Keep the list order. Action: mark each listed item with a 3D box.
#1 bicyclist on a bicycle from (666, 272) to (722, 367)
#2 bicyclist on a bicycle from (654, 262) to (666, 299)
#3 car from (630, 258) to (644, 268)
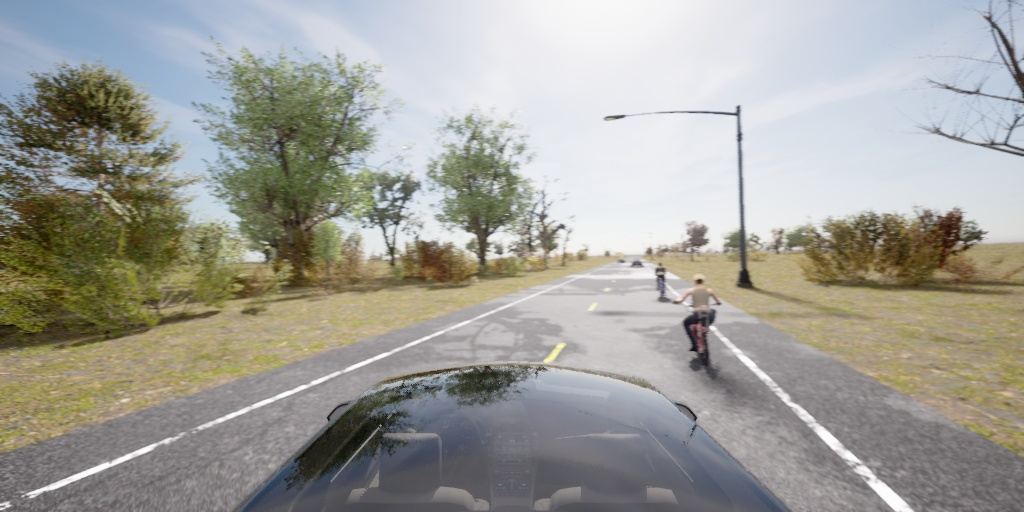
[{"bbox_3d":[3.503,1.124,6.720,0.866,1.612,1.509,-2,0,19],"label":"bicyclist on a bicycle"},{"bbox_3d":[6.815,1.118,16.417,0.582,1.620,1.656,-2,-1,19],"label":"bicyclist on a bicycle"},{"bbox_3d":[20.186,1.107,57.988,1.812,1.442,4.674,-2,-1,19],"label":"car"}]
